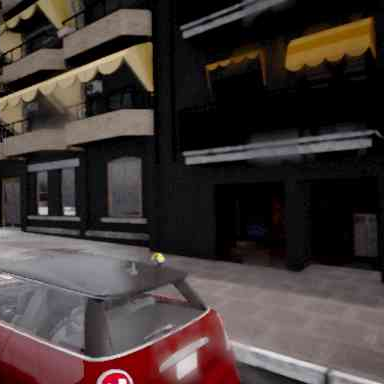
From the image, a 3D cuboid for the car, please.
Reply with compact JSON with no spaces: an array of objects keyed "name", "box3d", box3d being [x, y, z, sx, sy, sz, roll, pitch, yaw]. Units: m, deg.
[{"name":"car","box3d":[-1.621,1.456,3.856,4.097,1.590,1.967,0,-1,35]}]
